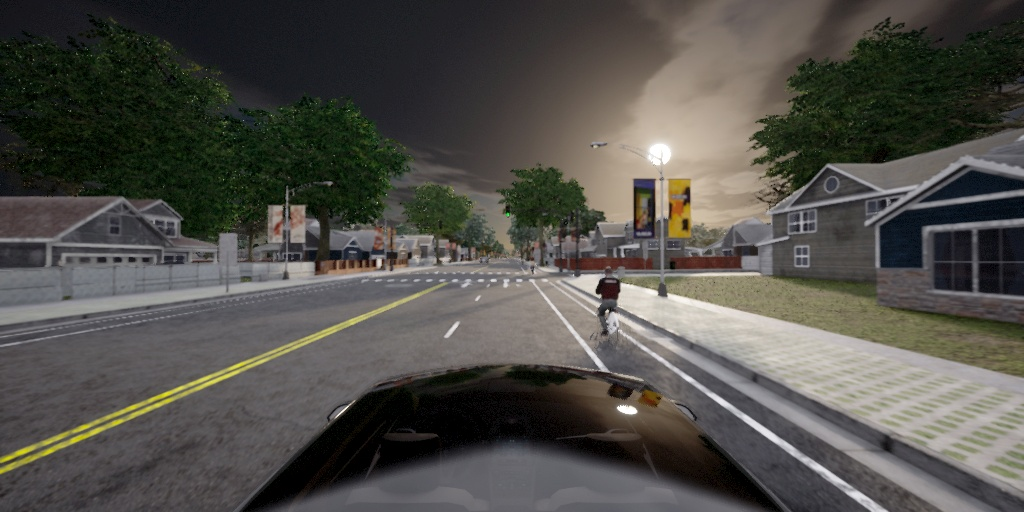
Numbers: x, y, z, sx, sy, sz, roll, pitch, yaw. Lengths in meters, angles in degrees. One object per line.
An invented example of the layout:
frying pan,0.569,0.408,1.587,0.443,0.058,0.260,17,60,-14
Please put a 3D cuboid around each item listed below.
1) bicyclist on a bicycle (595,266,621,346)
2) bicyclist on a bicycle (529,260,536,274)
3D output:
bicyclist on a bicycle,2.245,1.128,8.535,0.659,1.776,1.843,0,0,0
bicyclist on a bicycle,2.286,1.225,39.441,0.866,1.612,1.509,0,0,0
